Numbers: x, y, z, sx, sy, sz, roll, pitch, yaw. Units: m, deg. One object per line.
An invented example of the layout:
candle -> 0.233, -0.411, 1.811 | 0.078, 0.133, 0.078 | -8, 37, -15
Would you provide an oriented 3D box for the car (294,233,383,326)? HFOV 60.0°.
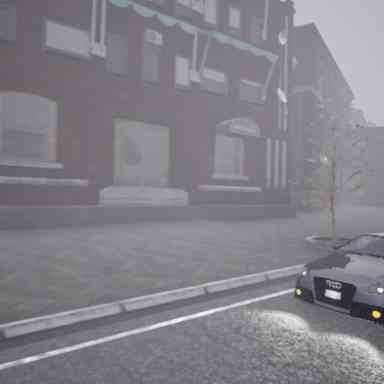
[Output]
car -> 4.049, 1.586, 6.883 | 4.181, 1.385, 1.994 | 0, 0, -36
